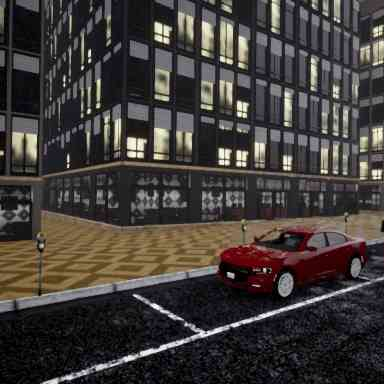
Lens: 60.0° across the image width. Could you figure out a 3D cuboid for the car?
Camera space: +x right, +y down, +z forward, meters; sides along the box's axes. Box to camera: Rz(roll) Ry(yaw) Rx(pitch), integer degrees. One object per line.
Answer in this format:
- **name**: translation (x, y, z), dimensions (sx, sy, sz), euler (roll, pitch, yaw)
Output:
- **car**: translation (2.665, 1.547, 8.454), dimensions (4.507, 1.381, 1.887), euler (0, 1, -36)
